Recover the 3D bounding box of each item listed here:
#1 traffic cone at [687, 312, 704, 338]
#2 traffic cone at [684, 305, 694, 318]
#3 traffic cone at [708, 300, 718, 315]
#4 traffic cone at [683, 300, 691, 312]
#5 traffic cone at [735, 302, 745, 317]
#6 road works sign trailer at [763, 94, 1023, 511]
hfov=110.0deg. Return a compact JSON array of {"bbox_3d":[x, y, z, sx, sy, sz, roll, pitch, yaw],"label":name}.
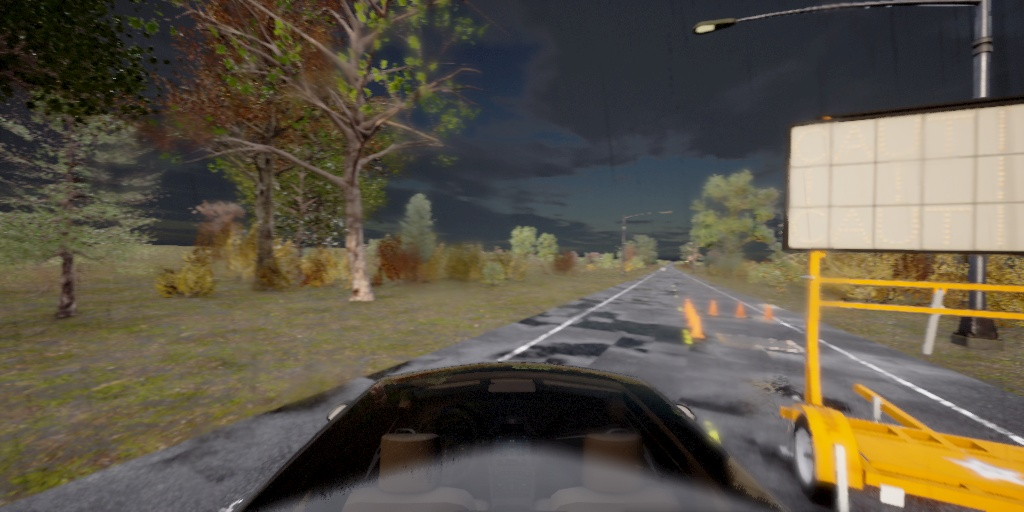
[{"bbox_3d":[5.331,2.019,10.354,0.340,0.580,0.340,0,0,24],"label":"traffic cone"},{"bbox_3d":[6.135,2.073,12.184,0.340,0.580,0.340,0,0,24],"label":"traffic cone"},{"bbox_3d":[8.656,2.210,15.443,0.340,0.580,0.340,0,0,24],"label":"traffic cone"},{"bbox_3d":[6.938,2.127,14.016,0.340,0.580,0.340,0,0,24],"label":"traffic cone"},{"bbox_3d":[9.571,2.239,15.042,0.340,0.580,0.340,0,0,24],"label":"traffic cone"},{"bbox_3d":[3.900,0.383,3.395,2.380,3.560,2.880,0,0,25],"label":"road works sign trailer"}]
